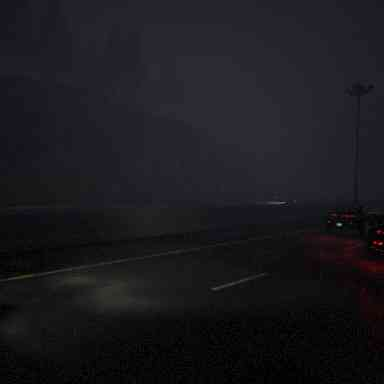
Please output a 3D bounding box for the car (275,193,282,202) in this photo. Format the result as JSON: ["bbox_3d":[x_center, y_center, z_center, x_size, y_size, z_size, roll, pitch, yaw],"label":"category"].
[{"bbox_3d":[15.309,0.823,53.963,5.008,1.535,1.882,0,2,-44],"label":"car"}]

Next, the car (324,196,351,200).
[{"bbox_3d":[19.477,1.262,43.356,4.718,1.301,1.895,0,2,-44],"label":"car"}]

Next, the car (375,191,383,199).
[{"bbox_3d":[45.287,0.689,78.649,5.566,2.045,2.150,0,2,-45],"label":"car"}]

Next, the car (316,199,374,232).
[{"bbox_3d":[8.865,1.368,17.809,4.902,1.511,2.128,0,2,-45],"label":"car"}]

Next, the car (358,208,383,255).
[{"bbox_3d":[7.891,1.469,11.927,4.892,1.490,1.837,0,2,-45],"label":"car"}]

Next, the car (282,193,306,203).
[{"bbox_3d":[15.974,0.950,49.720,4.892,1.490,1.837,0,2,-44],"label":"car"}]

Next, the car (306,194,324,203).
[{"bbox_3d":[18.579,1.160,47.381,4.718,1.301,1.895,0,2,-44],"label":"car"}]
